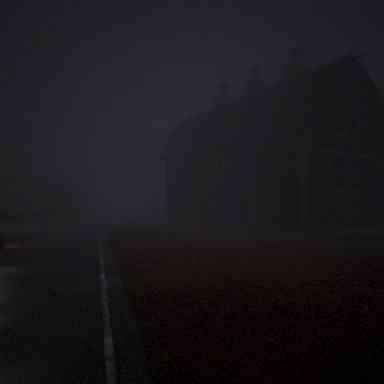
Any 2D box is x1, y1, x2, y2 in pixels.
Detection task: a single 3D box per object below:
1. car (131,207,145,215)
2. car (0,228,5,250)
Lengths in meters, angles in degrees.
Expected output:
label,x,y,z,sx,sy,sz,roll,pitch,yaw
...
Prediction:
label,x,y,z,sx,sy,sz,roll,pitch,yaw
car,-10.299,3.654,63.827,1.812,1.442,4.674,2,-2,-24
car,-9.330,1.930,14.002,1.812,1.442,4.674,1,-2,-15
